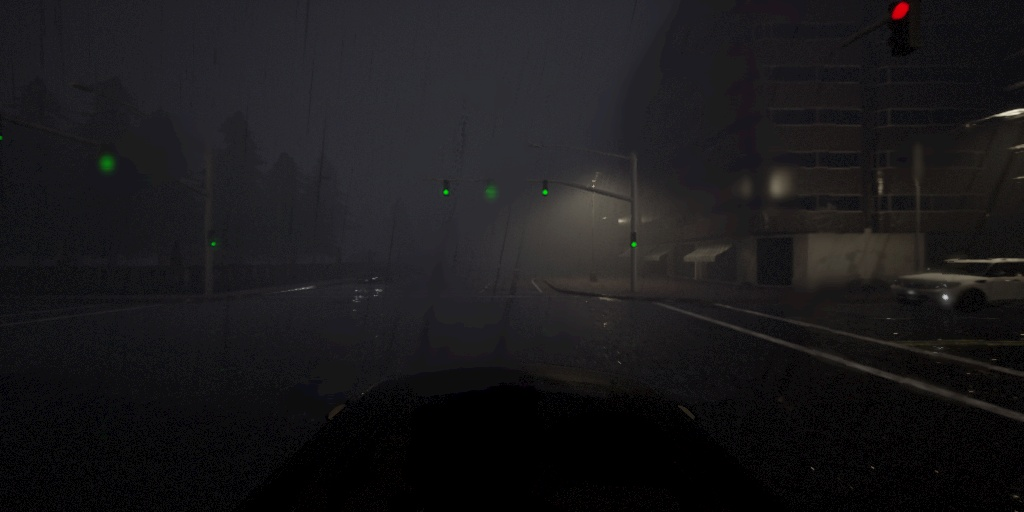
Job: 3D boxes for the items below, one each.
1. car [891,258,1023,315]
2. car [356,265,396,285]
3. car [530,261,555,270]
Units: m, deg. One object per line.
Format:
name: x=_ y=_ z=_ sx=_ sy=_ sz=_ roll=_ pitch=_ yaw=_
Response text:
car: x=18.406 y=1.108 z=14.053 sx=5.566 sy=2.045 sz=2.150 roll=0 pitch=0 yaw=0
car: x=-10.619 y=1.493 z=28.329 sx=1.837 sy=1.490 sz=4.892 roll=0 pitch=1 yaw=-2
car: x=5.438 y=1.715 z=63.925 sx=4.892 sy=1.490 sz=1.837 roll=-2 pitch=1 yaw=-36
